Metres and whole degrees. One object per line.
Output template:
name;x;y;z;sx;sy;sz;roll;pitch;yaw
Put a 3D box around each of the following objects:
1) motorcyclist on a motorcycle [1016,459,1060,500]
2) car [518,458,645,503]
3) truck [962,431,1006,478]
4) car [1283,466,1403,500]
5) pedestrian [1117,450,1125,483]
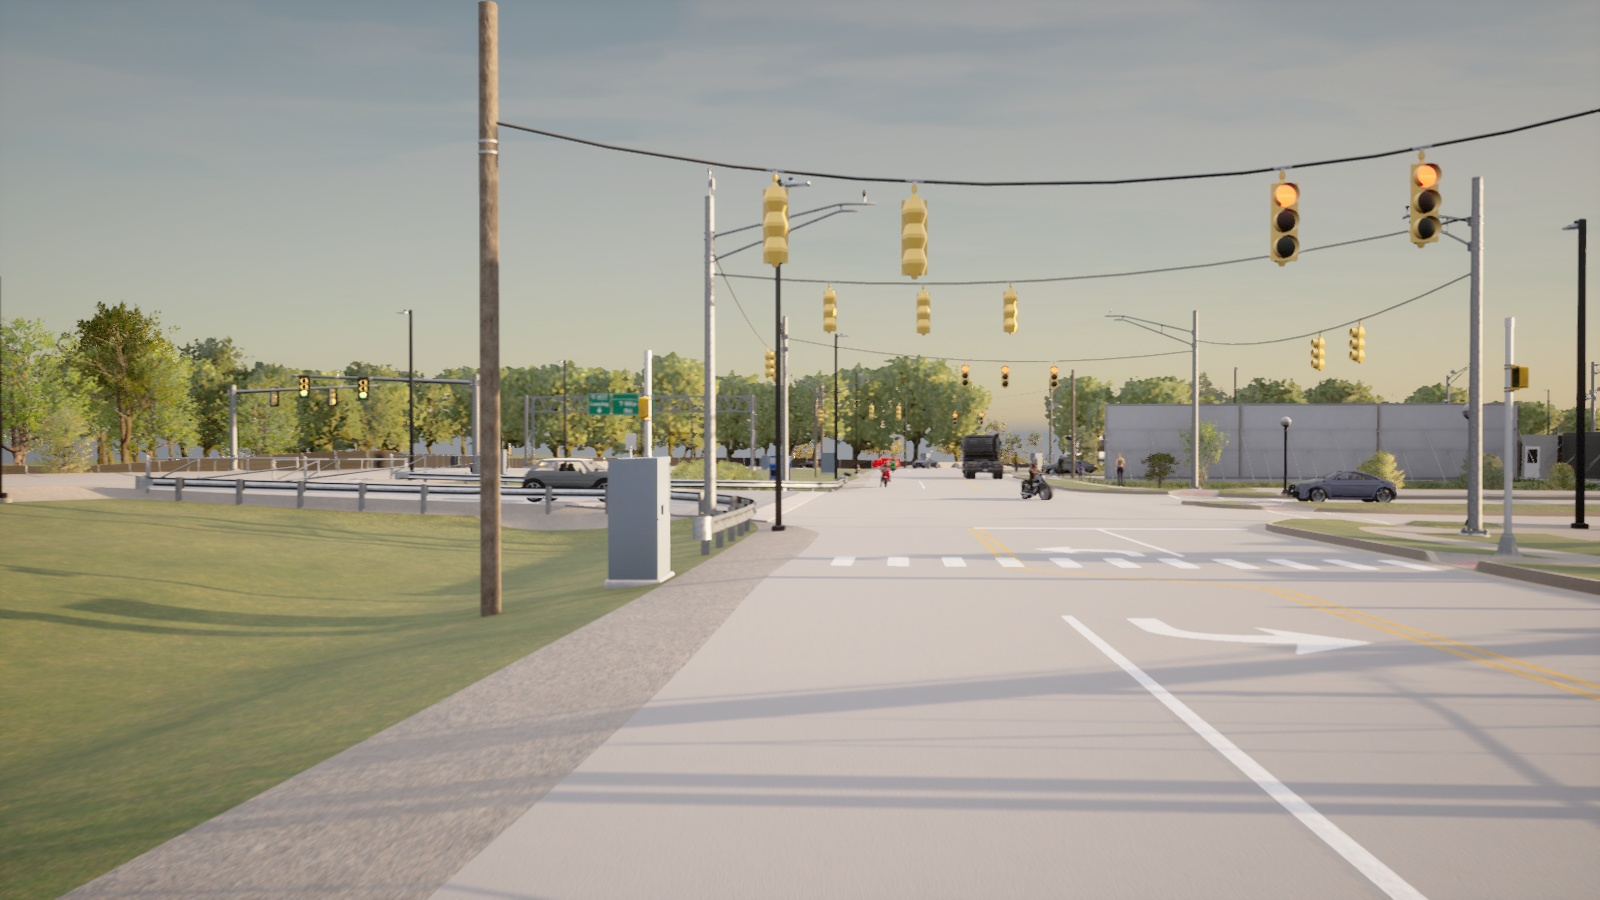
motorcyclist on a motorcycle;9.907;1.217;52.342;0.766;1.649;2.350;0;0;-19
car;-7.400;1.040;42.723;3.806;1.475;1.970;0;-1;9
truck;14.063;0.324;96.427;2.891;3.462;7.936;0;0;5
car;22.671;1.357;52.582;4.181;1.385;1.994;0;0;5
pedestrian;17.625;0.908;68.961;0.345;1.836;0.594;0;1;5
